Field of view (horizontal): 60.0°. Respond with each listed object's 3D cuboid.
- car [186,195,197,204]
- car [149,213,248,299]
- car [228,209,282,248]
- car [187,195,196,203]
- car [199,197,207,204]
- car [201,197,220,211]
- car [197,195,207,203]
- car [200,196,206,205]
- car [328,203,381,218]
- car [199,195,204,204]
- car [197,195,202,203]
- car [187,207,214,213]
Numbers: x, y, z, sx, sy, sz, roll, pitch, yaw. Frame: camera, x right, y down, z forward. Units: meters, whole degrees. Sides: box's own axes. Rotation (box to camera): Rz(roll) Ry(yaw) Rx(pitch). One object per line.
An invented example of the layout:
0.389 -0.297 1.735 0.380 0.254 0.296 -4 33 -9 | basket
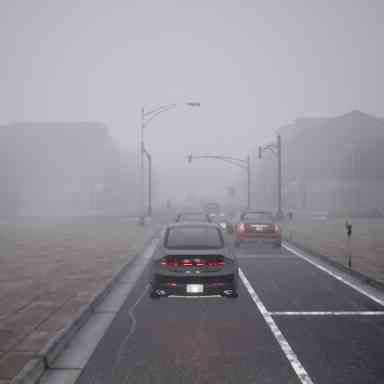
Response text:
-0.179 1.570 72.172 2.150 2.045 5.566 0 -1 0 | car
0.017 1.512 8.484 1.837 1.490 4.892 0 0 -1 | car
2.621 1.457 14.881 1.967 1.590 4.097 2 0 0 | car
-0.221 1.676 82.581 2.150 2.045 5.566 0 -1 0 | car
2.455 1.892 74.421 1.752 1.417 4.829 1 -1 0 | car
2.543 1.672 41.627 1.947 1.339 4.313 1 0 0 | car
2.445 1.735 79.692 2.192 1.841 5.009 1 -1 0 | car
2.528 1.705 47.064 1.947 1.339 4.313 1 0 0 | car
14.484 1.630 29.740 4.181 1.385 1.994 0 -2 0 | car
2.515 1.702 52.671 1.752 1.417 4.829 1 0 0 | car
2.484 1.830 63.376 1.947 1.339 4.313 1 -1 0 | car
0.050 1.619 15.959 1.895 1.301 4.718 0 0 0 | car
